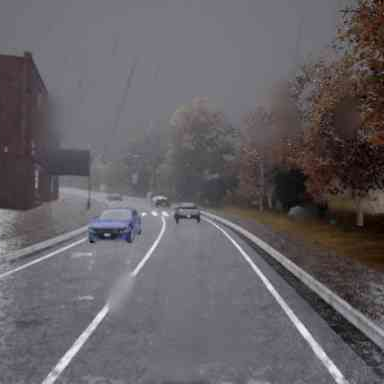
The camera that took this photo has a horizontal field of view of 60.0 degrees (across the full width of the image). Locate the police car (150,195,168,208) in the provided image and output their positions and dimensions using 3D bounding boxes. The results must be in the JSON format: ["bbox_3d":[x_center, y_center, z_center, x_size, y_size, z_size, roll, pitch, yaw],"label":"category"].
[{"bbox_3d":[-4.360,1.218,44.412,1.930,1.638,5.238,1,1,-18],"label":"police car"}]

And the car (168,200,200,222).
[{"bbox_3d":[-0.494,1.486,25.904,2.128,1.511,4.902,1,0,-6],"label":"car"}]

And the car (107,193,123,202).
[{"bbox_3d":[-13.185,0.858,56.779,2.033,1.411,5.357,2,2,-25],"label":"car"}]

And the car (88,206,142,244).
[{"bbox_3d":[-3.565,1.486,16.167,1.882,1.535,5.008,0,0,-2],"label":"car"}]
